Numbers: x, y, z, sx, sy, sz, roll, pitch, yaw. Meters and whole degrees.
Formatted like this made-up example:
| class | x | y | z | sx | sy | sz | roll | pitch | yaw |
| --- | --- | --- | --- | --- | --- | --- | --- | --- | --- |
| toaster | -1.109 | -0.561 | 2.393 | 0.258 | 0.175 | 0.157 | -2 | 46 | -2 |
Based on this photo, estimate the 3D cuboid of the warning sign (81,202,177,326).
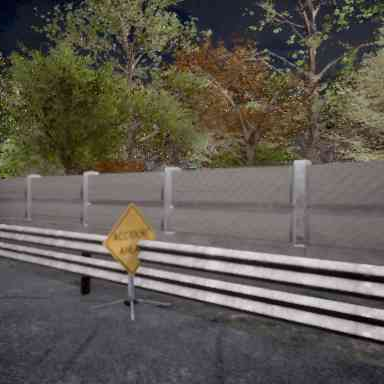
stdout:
| class | x | y | z | sx | sy | sz | roll | pitch | yaw |
| --- | --- | --- | --- | --- | --- | --- | --- | --- | --- |
| warning sign | -1.091 | 1.126 | 5.938 | 1.060 | 1.860 | 1.300 | 0 | 0 | 36 |
